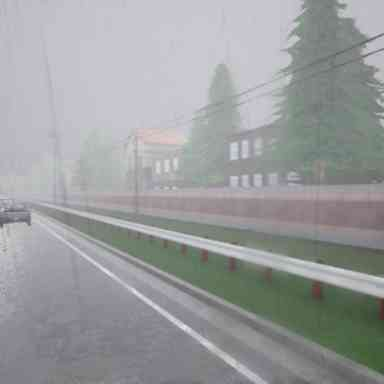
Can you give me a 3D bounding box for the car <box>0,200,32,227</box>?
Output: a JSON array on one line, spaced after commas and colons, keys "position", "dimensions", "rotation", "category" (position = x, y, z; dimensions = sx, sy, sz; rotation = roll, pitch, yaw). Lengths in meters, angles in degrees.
[{"position": [-12.488, 1.540, 23.465], "dimensions": [2.128, 1.511, 4.902], "rotation": [0, 0, -30], "category": "car"}]
